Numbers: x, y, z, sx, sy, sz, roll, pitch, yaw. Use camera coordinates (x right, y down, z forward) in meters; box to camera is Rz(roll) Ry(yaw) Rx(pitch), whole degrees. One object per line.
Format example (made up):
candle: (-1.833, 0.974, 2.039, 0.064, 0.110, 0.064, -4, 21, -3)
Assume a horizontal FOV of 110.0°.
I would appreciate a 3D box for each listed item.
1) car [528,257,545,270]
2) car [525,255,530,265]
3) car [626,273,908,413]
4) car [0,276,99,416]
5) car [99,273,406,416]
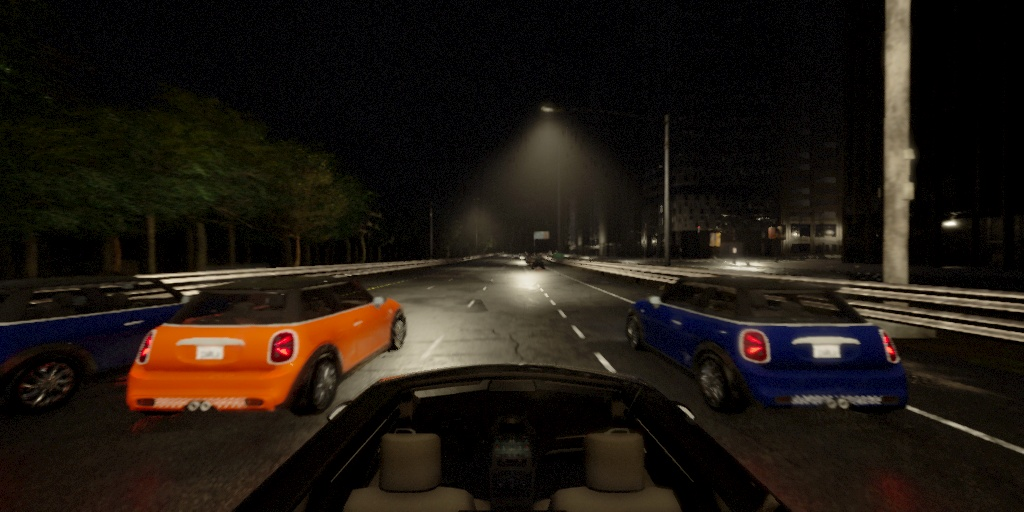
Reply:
car: (3.766, 1.199, 52.417, 1.837, 1.490, 4.892, 0, 0, 1)
car: (3.896, 1.083, 63.387, 2.033, 1.649, 4.856, 0, 0, 1)
car: (3.602, 1.115, 6.229, 2.097, 1.767, 4.553, 0, 0, 0)
car: (-6.899, 1.110, 6.154, 2.097, 1.767, 4.553, 0, 0, 0)
car: (-3.399, 1.112, 6.162, 2.097, 1.767, 4.553, 0, 0, 0)
